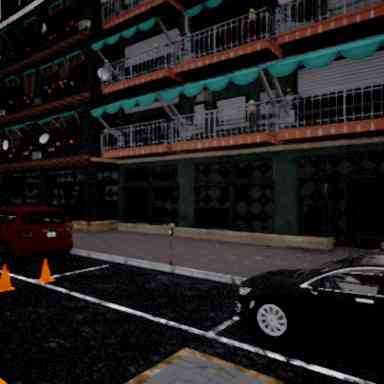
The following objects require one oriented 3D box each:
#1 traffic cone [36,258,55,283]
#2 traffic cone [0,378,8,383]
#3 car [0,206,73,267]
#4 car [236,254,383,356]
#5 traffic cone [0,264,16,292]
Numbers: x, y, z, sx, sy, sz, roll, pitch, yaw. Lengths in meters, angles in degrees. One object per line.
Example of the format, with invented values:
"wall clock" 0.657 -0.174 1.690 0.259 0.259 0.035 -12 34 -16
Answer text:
"traffic cone" -3.819 2.027 8.690 0.340 0.580 0.340 0 -1 37
"traffic cone" -2.405 1.986 3.895 0.340 0.580 0.340 0 -1 37
"car" -6.265 1.404 11.729 5.009 1.841 2.192 0 -1 37
"car" 2.773 1.624 4.990 4.403 1.369 2.008 0 -1 37
"traffic cone" -4.417 2.015 7.888 0.340 0.580 0.340 0 -1 37
